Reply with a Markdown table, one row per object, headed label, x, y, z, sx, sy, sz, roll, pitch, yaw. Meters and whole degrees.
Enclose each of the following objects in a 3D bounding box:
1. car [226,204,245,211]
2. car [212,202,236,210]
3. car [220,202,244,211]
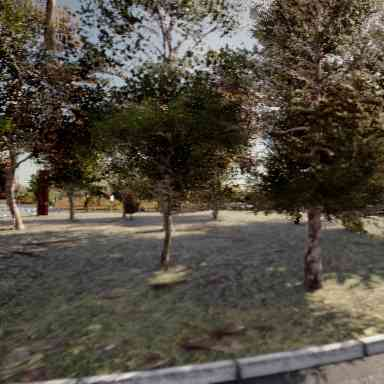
| label | x | y | z | sx | sy | sz | roll | pitch | yaw |
| --- | --- | --- | --- | --- | --- | --- | --- | --- | --- |
| car | 10.735 | 3.810 | 82.562 | 4.553 | 1.767 | 2.185 | 1 | -3 | 6 |
| car | 6.884 | 3.465 | 74.535 | 4.892 | 1.521 | 2.231 | 1 | -3 | 5 |
| car | 9.495 | 3.528 | 79.901 | 5.566 | 2.045 | 2.435 | 1 | -3 | 6 |
